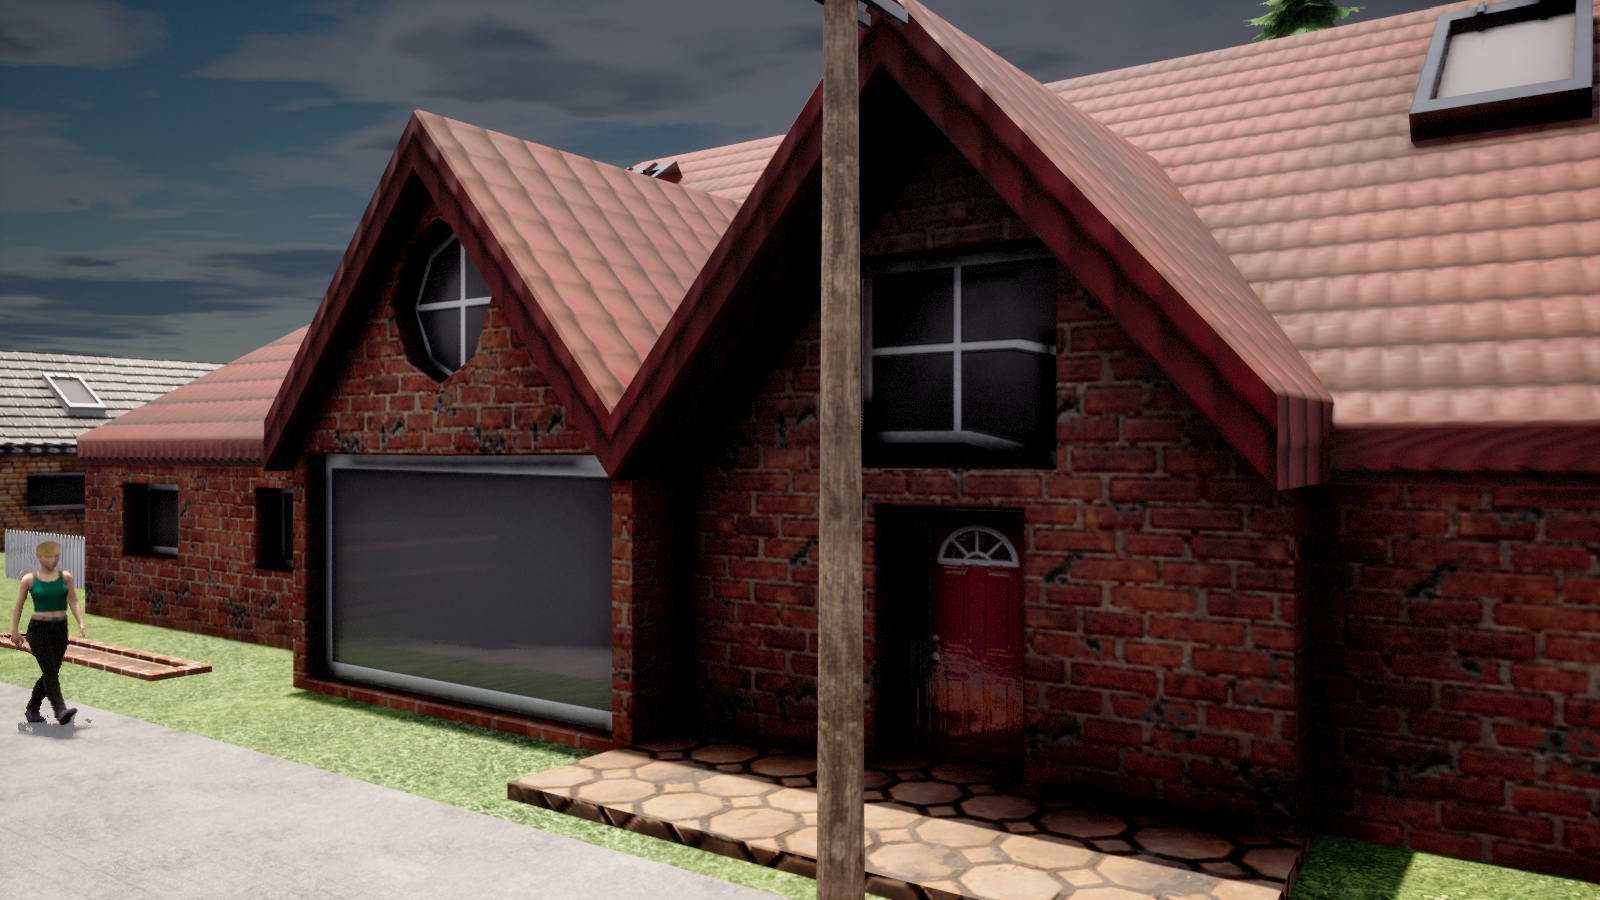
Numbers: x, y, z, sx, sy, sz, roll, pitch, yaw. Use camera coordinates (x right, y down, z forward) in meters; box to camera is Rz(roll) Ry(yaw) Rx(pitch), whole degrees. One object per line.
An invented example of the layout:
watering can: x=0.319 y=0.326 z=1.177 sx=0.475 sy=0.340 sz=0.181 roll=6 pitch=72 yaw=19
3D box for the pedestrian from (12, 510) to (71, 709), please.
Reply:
pedestrian: x=-7.365 y=1.524 z=11.097 sx=0.375 sy=1.860 sz=0.375 roll=0 pitch=0 yaw=37
